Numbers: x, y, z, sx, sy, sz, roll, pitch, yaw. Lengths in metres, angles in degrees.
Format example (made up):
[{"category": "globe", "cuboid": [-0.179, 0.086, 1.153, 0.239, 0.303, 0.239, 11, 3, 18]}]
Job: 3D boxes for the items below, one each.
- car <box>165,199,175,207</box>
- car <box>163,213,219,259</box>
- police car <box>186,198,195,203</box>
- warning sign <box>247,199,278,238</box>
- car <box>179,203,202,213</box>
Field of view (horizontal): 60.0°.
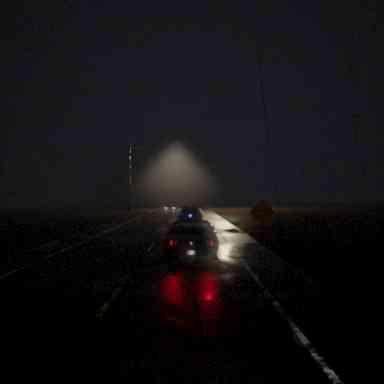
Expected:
[{"category": "car", "cuboid": [-4.274, 2.243, 65.152, 1.837, 1.490, 4.892, 0, -1, -1]}, {"category": "car", "cuboid": [-0.017, 1.745, 13.259, 1.895, 1.301, 4.718, 0, -1, 0]}, {"category": "police car", "cuboid": [-0.284, 2.433, 86.781, 1.930, 1.638, 5.238, 0, -1, -2]}, {"category": "warning sign", "cuboid": [3.497, 1.296, 16.642, 1.300, 1.860, 1.060, 0, -1, 0]}, {"category": "car", "cuboid": [-0.131, 1.876, 28.492, 1.994, 1.385, 4.181, 0, -1, 0]}]
